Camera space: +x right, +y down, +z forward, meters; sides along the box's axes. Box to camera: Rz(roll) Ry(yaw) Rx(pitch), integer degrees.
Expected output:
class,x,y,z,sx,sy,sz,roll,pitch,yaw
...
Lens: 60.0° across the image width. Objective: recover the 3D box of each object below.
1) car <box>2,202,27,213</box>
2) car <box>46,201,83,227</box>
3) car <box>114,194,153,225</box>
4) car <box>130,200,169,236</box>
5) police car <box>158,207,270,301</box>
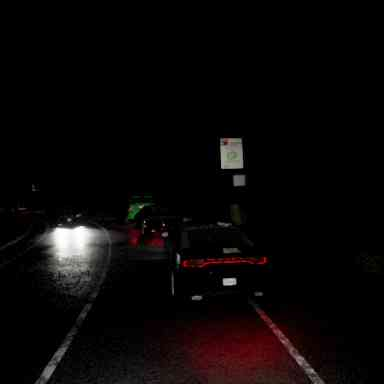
class,x,y,z,sx,sy,sz,roll,pitch,yaw
car,-27.557,2.352,51.564,4.892,1.490,1.837,-3,2,34
car,-9.319,1.660,24.607,2.128,1.511,4.902,-2,0,-26
car,-4.261,1.213,24.490,2.150,2.045,5.566,-2,0,-23
car,-2.051,1.448,18.592,1.882,1.535,5.008,-2,0,-18
police car,0.296,1.403,8.525,1.930,1.638,5.238,-1,0,-8
